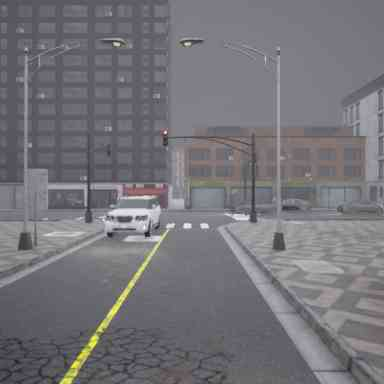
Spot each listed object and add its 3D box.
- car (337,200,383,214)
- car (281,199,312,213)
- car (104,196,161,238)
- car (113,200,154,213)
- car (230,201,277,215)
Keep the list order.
[{"bbox_3d":[17.066,1.553,33.855,4.181,1.385,1.994,0,0,0],"label":"car"},{"bbox_3d":[10.813,1.519,37.120,4.902,1.511,2.128,0,0,0],"label":"car"},{"bbox_3d":[-3.046,1.232,18.155,2.150,2.045,5.566,0,0,2],"label":"car"},{"bbox_3d":[-6.495,1.625,37.148,4.181,1.385,1.994,0,0,0],"label":"car"},{"bbox_3d":[5.943,1.569,33.363,4.181,1.385,1.994,0,0,-9],"label":"car"}]
